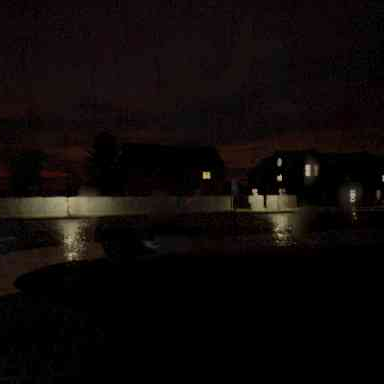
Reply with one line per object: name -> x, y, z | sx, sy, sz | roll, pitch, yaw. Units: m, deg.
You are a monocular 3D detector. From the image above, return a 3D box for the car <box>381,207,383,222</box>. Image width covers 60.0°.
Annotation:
car -> 15.170, 1.210, 22.452 | 4.553, 1.767, 2.097 | 0, 0, -19
